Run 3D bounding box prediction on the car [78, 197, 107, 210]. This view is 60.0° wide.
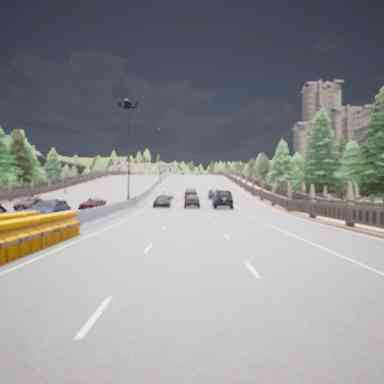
[{"bbox_3d":[-10.640,1.280,35.911,1.895,1.301,4.718,0,3,0],"label":"car"}]

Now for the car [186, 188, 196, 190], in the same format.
[{"bbox_3d":[-0.168,0.137,49.367,1.882,1.535,5.008,0,6,0],"label":"car"}]

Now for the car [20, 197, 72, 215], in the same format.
[{"bbox_3d":[-10.622,1.348,24.712,2.097,1.767,4.553,0,0,0],"label":"car"}]

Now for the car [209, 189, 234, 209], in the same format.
[{"bbox_3d":[3.495,0.774,38.276,2.150,2.045,5.566,0,3,0],"label":"car"}]

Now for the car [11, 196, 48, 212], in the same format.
[{"bbox_3d":[-17.657,1.217,36.381,1.994,1.385,4.181,0,3,0],"label":"car"}]

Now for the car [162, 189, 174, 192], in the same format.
[{"bbox_3d":[-3.668,0.253,49.436,1.895,1.301,4.718,0,6,0],"label":"car"}]

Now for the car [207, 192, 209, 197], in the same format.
[{"bbox_3d":[3.335,0.236,48.893,1.812,1.442,4.674,0,6,0],"label":"car"}]

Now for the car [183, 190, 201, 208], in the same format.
[{"bbox_3d":[-0.011,1.013,39.017,1.837,1.490,4.892,0,4,0],"label":"car"}]

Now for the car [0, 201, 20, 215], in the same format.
[{"bbox_3d":[-10.605,1.357,15.944,2.097,1.767,4.553,0,0,0],"label":"car"}]

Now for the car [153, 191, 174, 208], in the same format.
[{"bbox_3d":[-3.516,1.048,39.402,1.994,1.385,4.181,0,4,0],"label":"car"}]
